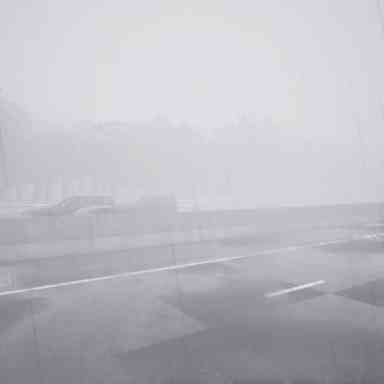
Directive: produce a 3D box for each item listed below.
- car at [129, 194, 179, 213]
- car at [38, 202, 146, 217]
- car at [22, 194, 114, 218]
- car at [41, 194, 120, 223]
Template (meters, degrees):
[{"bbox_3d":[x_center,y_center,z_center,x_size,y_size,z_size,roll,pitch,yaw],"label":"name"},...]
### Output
[{"bbox_3d":[-3.731,1.193,26.947,5.566,2.045,2.150,0,0,-35],"label":"car"},{"bbox_3d":[-5.156,1.495,17.490,4.892,1.490,1.837,0,0,-35],"label":"car"},{"bbox_3d":[-7.278,1.210,20.275,5.566,2.045,2.150,0,0,-35],"label":"car"},{"bbox_3d":[-8.875,1.205,26.784,5.566,2.045,2.150,0,0,-38],"label":"car"}]
